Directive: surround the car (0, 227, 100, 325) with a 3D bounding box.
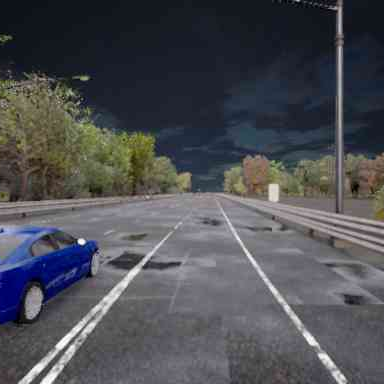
[{"bbox_3d":[-3.544,1.478,7.142,1.882,1.535,5.008,0,0,3],"label":"car"}]
